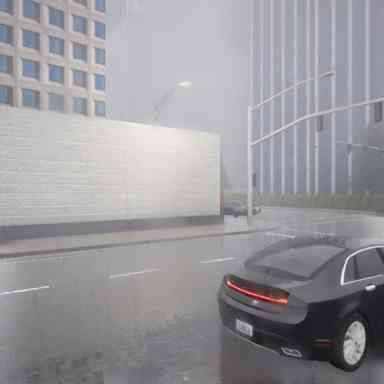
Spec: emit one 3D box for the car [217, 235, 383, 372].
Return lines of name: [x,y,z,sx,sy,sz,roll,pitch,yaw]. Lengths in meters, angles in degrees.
car: [2.658,1.505,5.696,4.892,1.490,1.837,0,0,-35]

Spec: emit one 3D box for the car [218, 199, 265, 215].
car: [5.160,1.547,35.407,2.128,1.511,4.902,0,0,-36]

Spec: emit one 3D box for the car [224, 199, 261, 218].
car: [3.599,1.603,31.575,2.033,1.411,5.357,0,0,-36]
